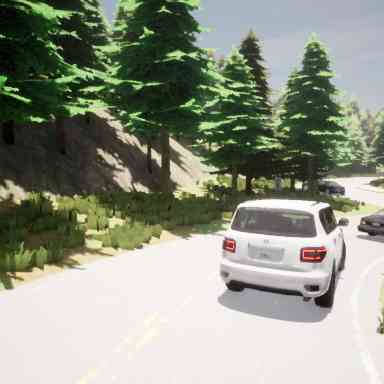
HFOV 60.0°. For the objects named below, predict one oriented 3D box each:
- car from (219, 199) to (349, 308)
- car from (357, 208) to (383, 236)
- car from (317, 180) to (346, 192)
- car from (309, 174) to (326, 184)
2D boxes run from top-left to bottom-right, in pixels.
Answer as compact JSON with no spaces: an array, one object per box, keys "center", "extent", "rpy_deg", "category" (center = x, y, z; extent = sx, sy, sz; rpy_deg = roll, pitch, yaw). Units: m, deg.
[{"center":[2.553,1.199,8.370],"extent":[2.150,2.045,5.566],"rpy_deg":[3,2,27],"category":"car"},{"center":[10.135,1.412,15.817],"extent":[5.357,1.411,2.033],"rpy_deg":[-1,5,-32],"category":"car"},{"center":[16.080,-0.557,38.918],"extent":[1.882,1.535,5.008],"rpy_deg":[-1,5,-2],"category":"car"},{"center":[22.071,-2.327,58.240],"extent":[1.882,1.535,5.008],"rpy_deg":[3,6,31],"category":"car"}]
